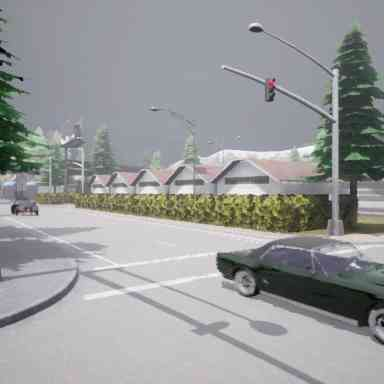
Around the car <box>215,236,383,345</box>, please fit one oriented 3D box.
[{"bbox_3d":[2.639,1.625,6.540,1.895,1.301,4.718,0,0,-36],"label":"car"}]

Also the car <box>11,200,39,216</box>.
[{"bbox_3d":[-16.176,1.471,32.131,1.994,1.385,4.181,0,0,-36],"label":"car"}]
